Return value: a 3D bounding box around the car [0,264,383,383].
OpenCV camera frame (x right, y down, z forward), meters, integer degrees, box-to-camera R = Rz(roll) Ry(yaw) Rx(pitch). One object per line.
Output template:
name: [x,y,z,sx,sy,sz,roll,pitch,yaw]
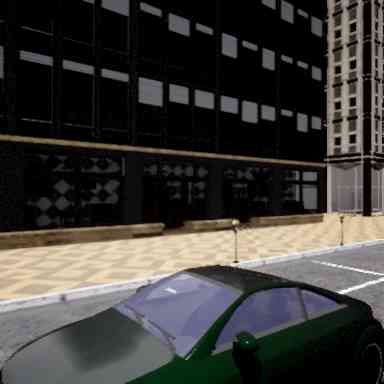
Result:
car: [0.250,1.569,3.550,4.181,1.385,1.994,0,0,-35]
